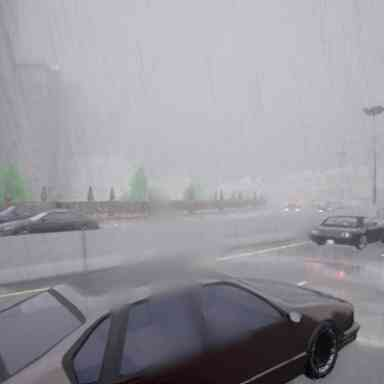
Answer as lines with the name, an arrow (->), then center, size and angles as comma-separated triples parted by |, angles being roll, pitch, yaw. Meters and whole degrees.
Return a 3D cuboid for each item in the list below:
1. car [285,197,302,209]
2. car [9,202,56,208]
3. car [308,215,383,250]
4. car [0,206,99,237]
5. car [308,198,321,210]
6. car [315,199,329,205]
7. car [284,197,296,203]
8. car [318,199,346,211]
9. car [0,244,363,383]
car -> 16.109, 1.753, 52.475 | 2.097, 1.767, 4.553 | 0, -1, 23
car -> -9.682, 1.456, 18.850 | 4.553, 1.767, 2.097 | 0, 0, -39
car -> 7.046, 1.672, 14.601 | 4.718, 1.301, 1.895 | 0, 0, -44
car -> -6.968, 1.616, 16.507 | 4.674, 1.442, 1.812 | 0, 0, -39
car -> 18.558, 1.712, 49.377 | 2.097, 1.767, 4.553 | 0, -1, 25
car -> 29.368, 2.190, 75.032 | 1.895, 1.301, 4.718 | 0, -1, 8
car -> 26.401, 2.122, 89.331 | 1.812, 1.442, 4.674 | 0, -1, 0
car -> 15.967, 1.734, 37.152 | 2.128, 1.511, 4.902 | 0, -1, 31
car -> -0.254, 1.566, 3.727 | 5.357, 1.411, 2.033 | 0, 0, -37
